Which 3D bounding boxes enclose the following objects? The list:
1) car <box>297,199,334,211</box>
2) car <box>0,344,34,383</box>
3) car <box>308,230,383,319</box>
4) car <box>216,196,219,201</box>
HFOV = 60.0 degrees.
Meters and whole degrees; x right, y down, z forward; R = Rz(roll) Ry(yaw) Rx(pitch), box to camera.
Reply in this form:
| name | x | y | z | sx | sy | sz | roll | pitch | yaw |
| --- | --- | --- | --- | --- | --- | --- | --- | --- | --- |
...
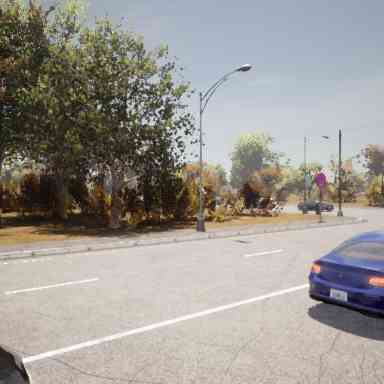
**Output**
| name | x | y | z | sx | sy | sz | roll | pitch | yaw |
| --- | --- | --- | --- | --- | --- | --- | --- | --- | --- |
| car | 14.613 | 1.564 | 39.458 | 1.994 | 1.385 | 4.181 | 0 | 0 | -32 |
| car | -3.315 | 1.492 | 1.381 | 4.902 | 1.511 | 2.128 | 0 | 0 | -36 |
| car | 4.283 | 1.526 | 6.809 | 4.674 | 1.442 | 1.812 | 0 | 0 | -36 |
| car | 3.980 | 1.459 | 56.278 | 1.812 | 1.442 | 4.674 | 0 | 1 | -32 |
